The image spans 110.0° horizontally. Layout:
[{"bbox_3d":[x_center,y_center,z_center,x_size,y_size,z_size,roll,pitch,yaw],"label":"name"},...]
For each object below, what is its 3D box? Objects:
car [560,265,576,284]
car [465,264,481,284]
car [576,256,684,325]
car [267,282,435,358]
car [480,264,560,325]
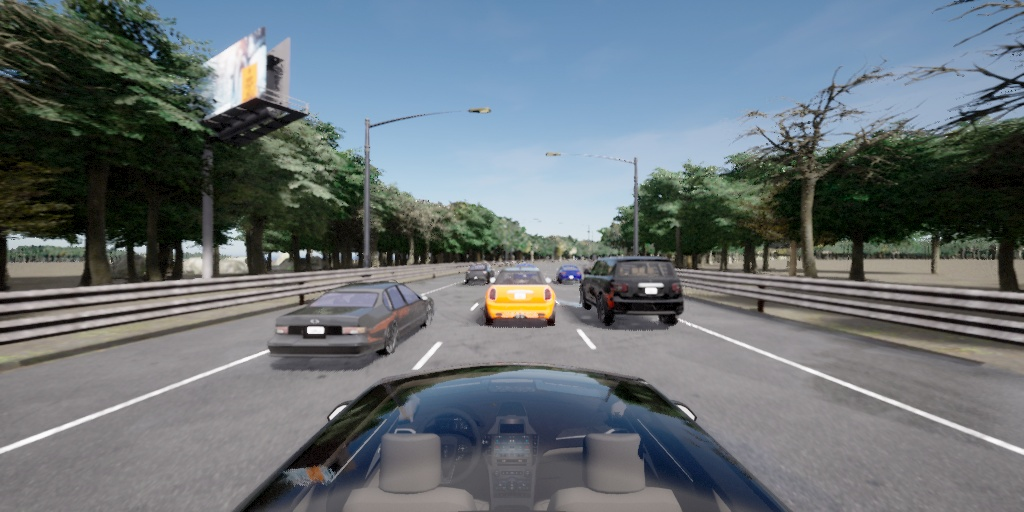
[{"bbox_3d":[4.640,1.448,29.302,1.812,1.442,4.674,0,0,4],"label":"car"},{"bbox_3d":[-2.446,1.401,28.422,2.128,1.511,4.902,0,0,4],"label":"car"},{"bbox_3d":[3.778,1.038,12.233,2.150,2.045,5.566,0,0,2],"label":"car"},{"bbox_3d":[-3.314,1.335,8.645,2.033,1.411,5.357,0,0,1],"label":"car"},{"bbox_3d":[0.290,1.165,12.274,2.097,1.767,4.553,0,0,2],"label":"car"}]
